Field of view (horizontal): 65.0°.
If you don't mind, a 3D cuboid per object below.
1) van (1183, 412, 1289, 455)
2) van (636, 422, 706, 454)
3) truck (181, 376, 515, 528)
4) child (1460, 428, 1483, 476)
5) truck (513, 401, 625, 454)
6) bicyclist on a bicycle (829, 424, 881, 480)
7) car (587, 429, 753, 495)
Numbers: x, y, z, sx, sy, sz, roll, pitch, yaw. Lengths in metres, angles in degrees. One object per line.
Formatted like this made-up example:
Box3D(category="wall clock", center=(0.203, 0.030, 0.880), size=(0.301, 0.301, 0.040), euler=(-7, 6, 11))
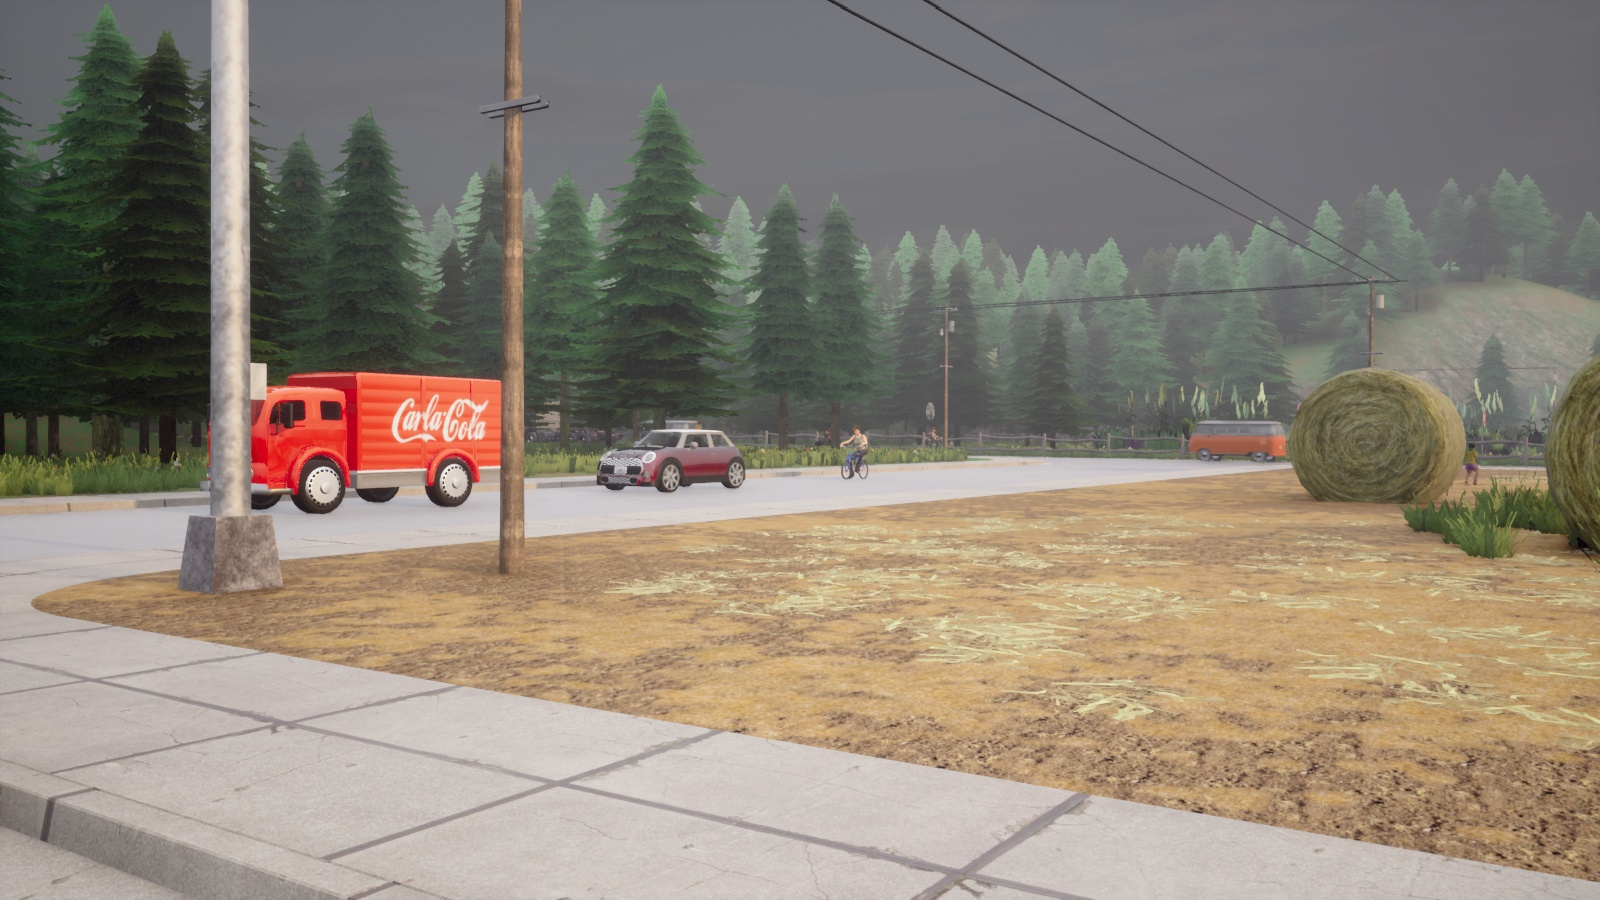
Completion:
Box3D(category="van", center=(20.707, -0.779, 59.725), size=(4.442, 1.987, 1.775), euler=(0, 1, 37))
Box3D(category="van", center=(-8.393, -0.790, 81.490), size=(4.442, 1.987, 1.775), euler=(0, 1, 36))
Box3D(category="truck", center=(-8.142, -0.019, 23.156), size=(2.627, 2.467, 5.204), euler=(0, 1, 35))
Box3D(category="child", center=(16.575, 0.040, 30.988), size=(0.473, 1.160, 0.299), euler=(-1, 1, -30))
Box3D(category="truck", center=(-16.088, -1.525, 87.023), size=(7.936, 3.462, 2.891), euler=(0, 1, 36))
Box3D(category="bicyclist on a bicycle", center=(1.639, 0.045, 37.322), size=(0.866, 1.612, 1.509), euler=(0, 1, 34))
Box3D(category="car", center=(-3.089, 0.248, 30.468), size=(1.970, 1.475, 3.806), euler=(0, 1, 35))
